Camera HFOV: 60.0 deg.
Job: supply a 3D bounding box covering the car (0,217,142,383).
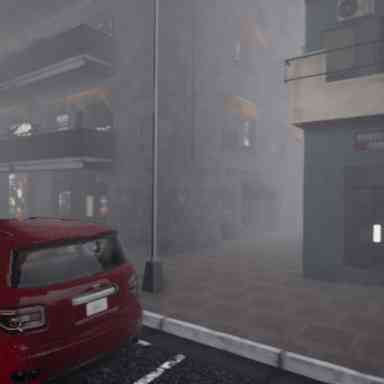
[{"bbox_3d":[-2.967,1.311,4.971,5.009,1.841,2.192,0,1,35],"label":"car"}]
